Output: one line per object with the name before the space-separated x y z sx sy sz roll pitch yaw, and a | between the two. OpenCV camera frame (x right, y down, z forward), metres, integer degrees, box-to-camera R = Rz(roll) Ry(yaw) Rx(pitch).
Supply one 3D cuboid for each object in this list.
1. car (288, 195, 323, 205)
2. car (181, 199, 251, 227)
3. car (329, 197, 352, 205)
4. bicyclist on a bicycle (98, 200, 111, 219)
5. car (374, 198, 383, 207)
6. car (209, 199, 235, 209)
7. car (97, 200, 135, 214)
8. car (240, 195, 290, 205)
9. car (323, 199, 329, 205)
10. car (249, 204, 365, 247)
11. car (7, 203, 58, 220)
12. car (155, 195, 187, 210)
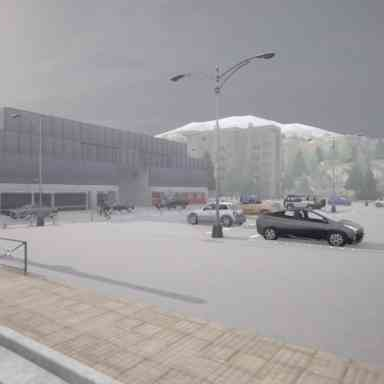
car | 12.384 1.273 37.764 3.866 1.878 1.905 0 0 35
car | 1.523 1.428 21.913 3.806 1.475 1.970 0 0 35
car | 24.603 1.570 55.443 3.633 1.501 1.845 0 0 35
bicyclist on a bicycle | -7.312 1.485 27.791 1.656 1.620 0.582 0 0 35
car | 28.927 1.578 48.716 3.806 1.475 1.970 0 0 35
car | 4.649 1.787 51.169 1.895 1.301 4.718 0 0 35
car | -8.802 1.679 38.610 2.128 1.511 4.902 0 0 35
car | 4.975 1.350 27.332 5.027 1.636 2.152 0 0 35
car | 13.730 1.294 40.371 4.605 1.855 1.932 0 0 35
car | 5.149 1.491 14.845 4.514 1.523 2.007 0 0 35
car | -14.558 1.751 30.511 1.994 1.385 4.181 0 0 35
car | -2.773 1.409 47.062 2.150 2.045 5.566 0 0 36
